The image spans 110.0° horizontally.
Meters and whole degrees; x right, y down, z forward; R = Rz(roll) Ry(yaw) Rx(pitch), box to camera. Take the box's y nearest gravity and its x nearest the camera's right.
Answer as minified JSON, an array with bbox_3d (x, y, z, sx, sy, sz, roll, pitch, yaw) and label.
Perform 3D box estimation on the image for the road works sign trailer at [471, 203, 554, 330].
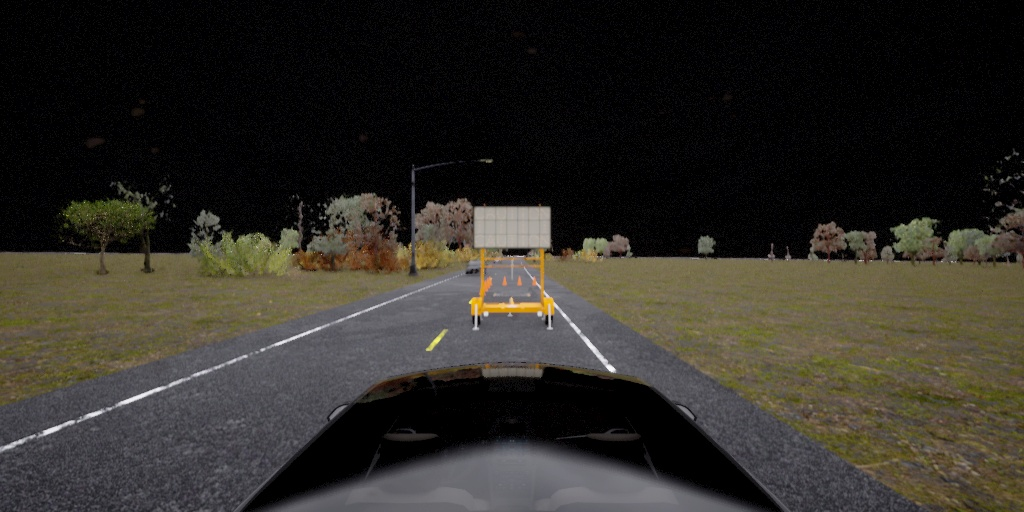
[{"bbox_3d":[0.007,0.194,11.056,2.380,3.560,2.880,0,0,-1],"label":"road works sign trailer"}]

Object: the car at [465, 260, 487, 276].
[{"bbox_3d":[-3.546,1.185,36.082,1.837,1.490,4.892,0,0,0],"label":"car"}]
